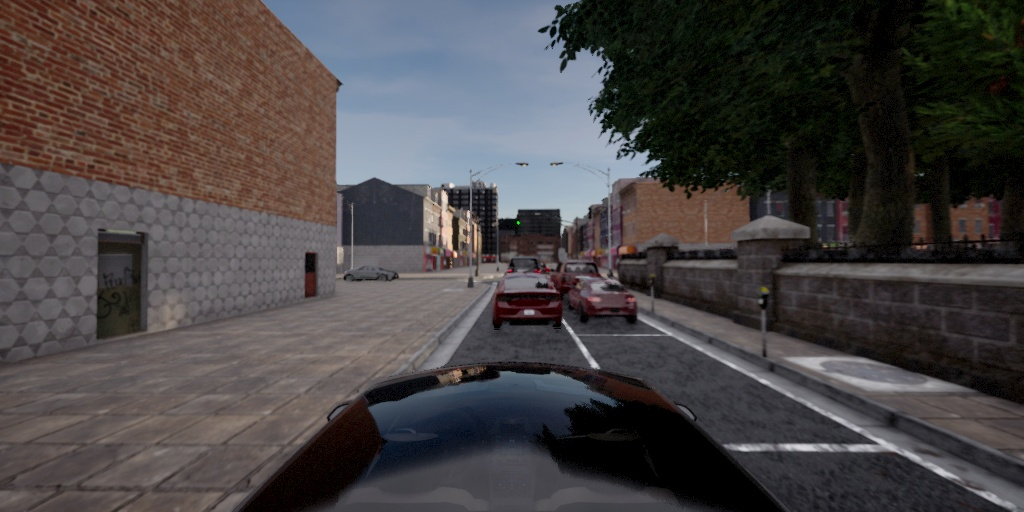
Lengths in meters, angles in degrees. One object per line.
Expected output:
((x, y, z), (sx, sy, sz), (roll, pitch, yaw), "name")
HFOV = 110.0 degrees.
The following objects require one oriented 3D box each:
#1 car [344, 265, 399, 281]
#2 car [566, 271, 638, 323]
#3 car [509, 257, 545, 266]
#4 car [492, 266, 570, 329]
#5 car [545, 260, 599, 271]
((-11.453, 1.456, 29.322), (4.181, 1.385, 1.994), (0, -1, 1), "car")
((2.896, 1.360, 11.990), (1.802, 1.307, 4.207), (0, 0, 1), "car")
((0.918, 1.058, 22.486), (2.150, 2.045, 5.566), (0, 0, 6), "car")
((0.387, 1.265, 11.423), (1.882, 1.535, 5.008), (0, 0, -1), "car")
((3.012, 1.117, 17.438), (2.192, 1.841, 5.009), (0, 0, 1), "car")
